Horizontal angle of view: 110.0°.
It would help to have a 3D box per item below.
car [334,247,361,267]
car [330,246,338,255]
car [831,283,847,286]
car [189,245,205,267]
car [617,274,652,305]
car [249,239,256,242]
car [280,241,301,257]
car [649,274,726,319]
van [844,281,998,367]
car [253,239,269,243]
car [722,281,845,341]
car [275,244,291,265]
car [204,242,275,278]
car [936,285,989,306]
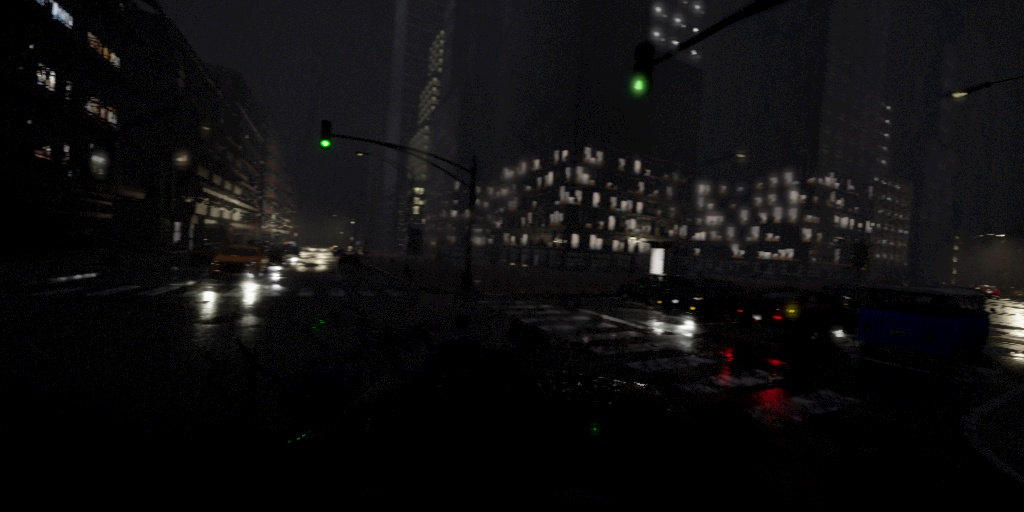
[{"bbox_3d":[-14.679,0.183,32.329,1.888,1.381,4.507,0,0,-28],"label":"car"},{"bbox_3d":[-25.110,-0.544,52.360,2.007,1.370,4.403,0,0,-28],"label":"car"},{"bbox_3d":[18.656,2.229,20.047,4.181,1.385,1.994,3,1,-28],"label":"car"},{"bbox_3d":[-19.432,-0.067,23.408,1.888,1.381,4.507,0,0,-28],"label":"car"},{"bbox_3d":[6.920,1.510,16.849,4.313,1.339,1.948,0,0,-28],"label":"car"},{"bbox_3d":[-22.040,-0.357,28.415,1.967,1.591,4.097,0,0,-28],"label":"car"},{"bbox_3d":[-27.848,-0.740,45.366,2.128,1.511,4.902,3,0,-27],"label":"car"},{"bbox_3d":[7.912,1.620,14.410,4.181,1.385,1.994,3,1,-28],"label":"car"},{"bbox_3d":[10.793,1.685,9.427,3.998,1.789,1.690,0,0,-28],"label":"van"},{"bbox_3d":[-27.255,-0.848,38.431,2.192,1.841,5.009,0,0,-28],"label":"car"},{"bbox_3d":[9.245,1.725,11.610,4.674,1.442,1.812,3,1,-28],"label":"car"},{"bbox_3d":[-19.213,-0.024,28.667,1.895,1.301,4.718,3,0,-28],"label":"car"},{"bbox_3d":[-14.070,0.216,18.806,1.882,1.535,5.008,3,0,-27],"label":"car"},{"bbox_3d":[37.621,3.279,29.903,4.674,1.442,1.812,4,1,-27],"label":"car"}]
